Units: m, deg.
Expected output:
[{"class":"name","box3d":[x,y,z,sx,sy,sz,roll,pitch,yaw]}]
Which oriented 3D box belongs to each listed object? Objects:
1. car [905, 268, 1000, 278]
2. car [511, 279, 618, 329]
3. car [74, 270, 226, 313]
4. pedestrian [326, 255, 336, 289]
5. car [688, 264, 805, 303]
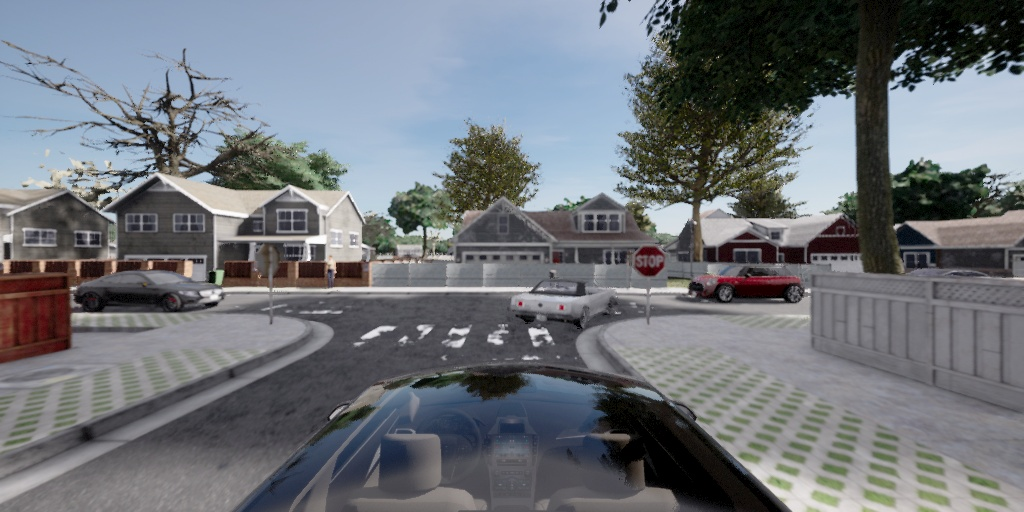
[{"class":"car","box3d":[19.787,1.334,16.676,4.902,1.511,2.128,0,0,-1]},{"class":"car","box3d":[1.911,1.383,11.504,1.895,1.301,4.718,0,0,30]},{"class":"car","box3d":[-13.341,1.259,13.324,4.674,1.442,1.812,0,0,1]},{"class":"pedestrian","box3d":[-9.782,0.839,19.270,0.375,1.860,0.375,0,0,-1]},{"class":"car","box3d":[10.658,1.159,16.580,4.553,1.767,2.097,0,0,-1]}]
